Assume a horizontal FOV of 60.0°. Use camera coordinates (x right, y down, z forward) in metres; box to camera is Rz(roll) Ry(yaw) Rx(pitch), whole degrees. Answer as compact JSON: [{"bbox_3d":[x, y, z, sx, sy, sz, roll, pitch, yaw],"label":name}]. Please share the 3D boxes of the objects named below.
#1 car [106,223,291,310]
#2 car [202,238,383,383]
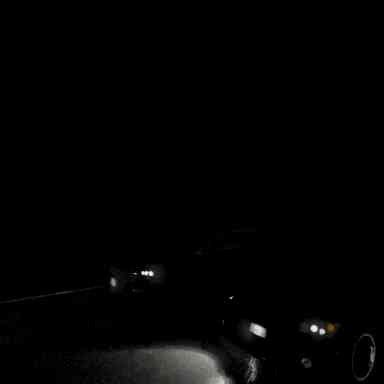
[{"bbox_3d":[0.452,1.545,8.003,4.902,1.511,2.128,1,0,-36],"label":"car"},{"bbox_3d":[2.474,1.620,5.452,4.181,1.385,1.994,1,0,-35],"label":"car"}]
